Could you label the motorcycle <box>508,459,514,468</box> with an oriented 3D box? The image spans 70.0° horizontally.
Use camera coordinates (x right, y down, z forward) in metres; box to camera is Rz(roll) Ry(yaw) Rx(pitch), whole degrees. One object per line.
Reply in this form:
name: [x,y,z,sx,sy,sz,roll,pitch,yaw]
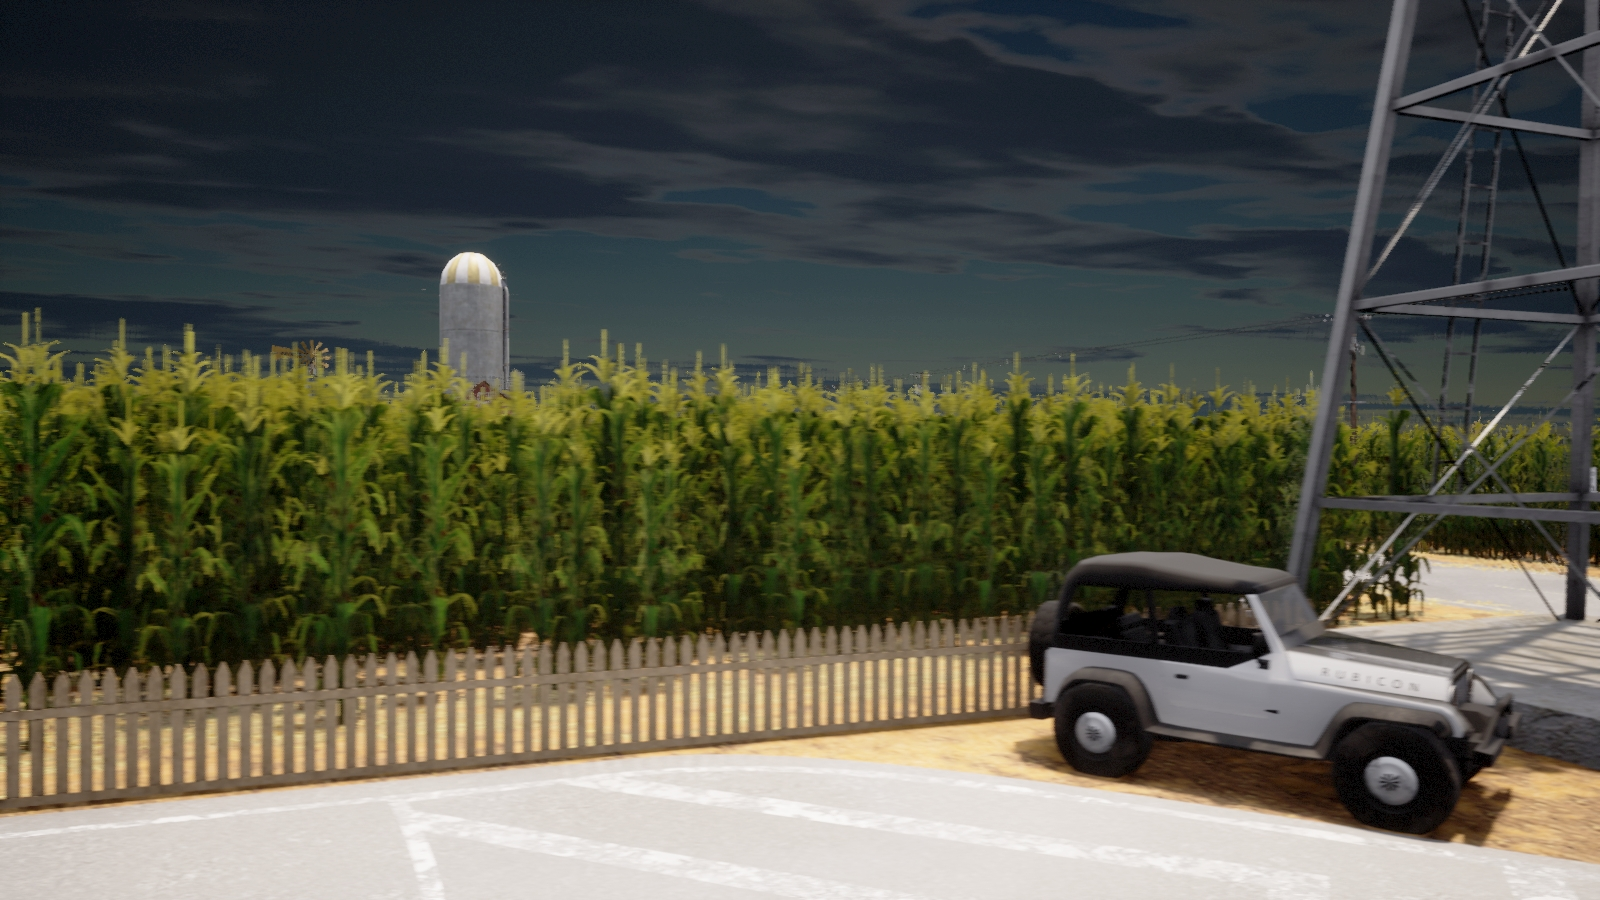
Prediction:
motorcycle: [-45.847,2.159,181.242,0.764,1.307,2.356,0,0,-21]
